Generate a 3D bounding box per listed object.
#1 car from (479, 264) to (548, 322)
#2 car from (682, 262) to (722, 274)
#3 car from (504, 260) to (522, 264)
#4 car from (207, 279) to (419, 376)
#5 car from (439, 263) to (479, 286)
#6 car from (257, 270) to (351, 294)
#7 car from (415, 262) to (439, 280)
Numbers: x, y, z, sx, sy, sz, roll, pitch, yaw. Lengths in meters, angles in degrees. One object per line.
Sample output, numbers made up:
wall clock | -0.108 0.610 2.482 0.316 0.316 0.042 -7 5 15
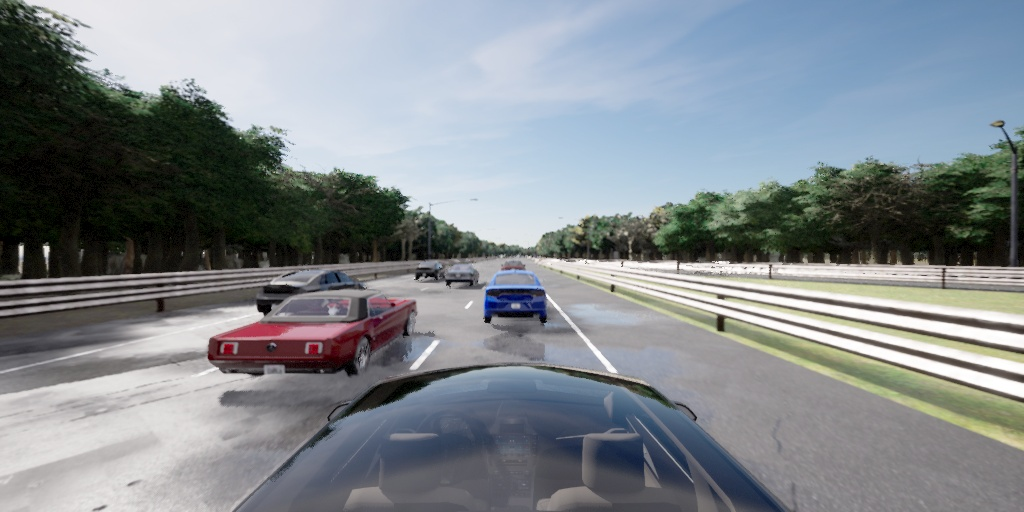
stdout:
car | 0.103 1.219 12.326 1.882 1.535 5.008 0 0 0
car | 23.352 1.439 44.188 1.837 1.490 4.892 0 0 -21
car | 0.111 1.095 30.317 2.097 1.767 4.553 0 0 0
car | -3.393 1.346 7.364 1.895 1.301 4.718 0 0 0
car | -3.394 1.287 25.131 2.033 1.411 5.357 0 0 0
car | -6.897 1.247 12.947 1.837 1.490 4.892 0 0 0
car | -6.891 1.249 30.611 1.837 1.490 4.892 0 0 0
